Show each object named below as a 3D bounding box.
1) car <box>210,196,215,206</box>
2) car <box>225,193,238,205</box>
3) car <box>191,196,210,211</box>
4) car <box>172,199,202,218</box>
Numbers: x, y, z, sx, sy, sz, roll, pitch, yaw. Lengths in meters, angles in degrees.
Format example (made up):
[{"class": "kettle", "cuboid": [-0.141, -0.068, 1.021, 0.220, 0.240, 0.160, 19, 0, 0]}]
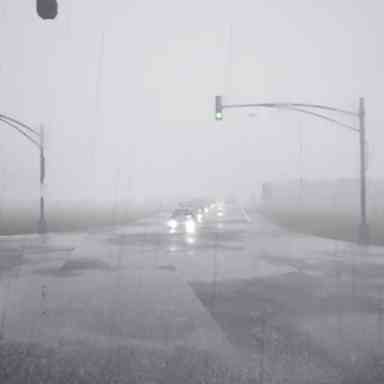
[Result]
[{"class": "car", "cuboid": [1.749, 1.406, 48.432, 2.128, 1.511, 4.902, -1, 0, 8]}, {"class": "car", "cuboid": [6.470, 1.402, 55.827, 2.033, 1.411, 5.357, -1, 0, 6]}, {"class": "car", "cuboid": [0.558, 1.434, 39.144, 2.128, 1.511, 4.902, -1, 0, 7]}, {"class": "car", "cuboid": [-0.547, 1.568, 29.884, 1.895, 1.301, 4.718, -1, 0, 7]}]
